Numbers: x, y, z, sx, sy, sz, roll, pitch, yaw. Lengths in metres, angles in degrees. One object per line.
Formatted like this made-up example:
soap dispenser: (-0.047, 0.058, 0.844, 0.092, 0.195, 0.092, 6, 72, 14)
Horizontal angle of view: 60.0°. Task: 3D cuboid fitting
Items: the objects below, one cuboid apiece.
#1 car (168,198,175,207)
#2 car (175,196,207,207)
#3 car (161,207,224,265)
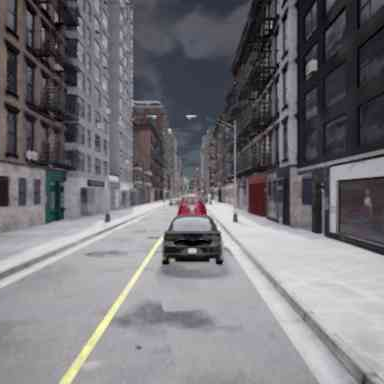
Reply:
car: (-3.043, 1.750, 58.512, 2.128, 1.511, 4.902, 0, 0, 0)
car: (0.036, 1.304, 26.548, 2.150, 2.045, 5.566, 0, 0, 1)
car: (0.039, 1.507, 11.819, 1.882, 1.535, 5.008, 0, 0, 1)
